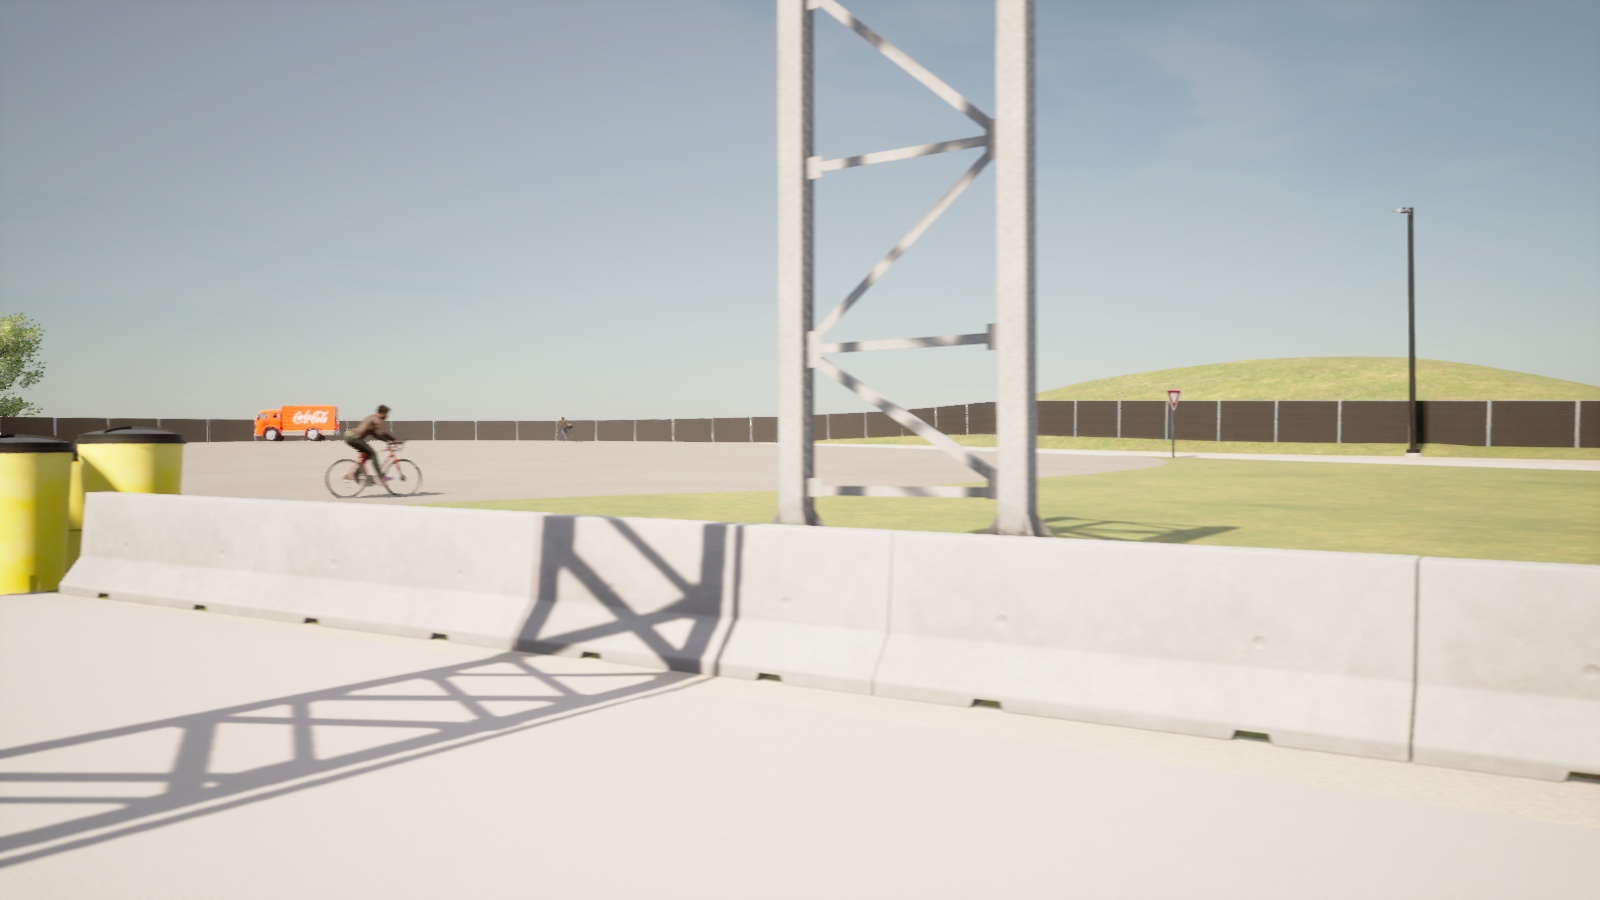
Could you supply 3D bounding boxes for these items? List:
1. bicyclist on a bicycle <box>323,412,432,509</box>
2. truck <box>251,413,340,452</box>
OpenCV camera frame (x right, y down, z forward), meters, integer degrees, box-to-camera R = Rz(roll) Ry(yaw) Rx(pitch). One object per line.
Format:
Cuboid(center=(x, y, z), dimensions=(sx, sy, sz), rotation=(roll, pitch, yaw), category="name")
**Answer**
Cuboid(center=(-7.293, 0.169, 21.717), dimensions=(1.656, 1.620, 0.582), rotation=(-1, -1, -35), category="bicyclist on a bicycle")
Cuboid(center=(-34.165, -1.173, 85.198), dimensions=(5.204, 2.467, 2.627), rotation=(-2, 0, -12), category="truck")
